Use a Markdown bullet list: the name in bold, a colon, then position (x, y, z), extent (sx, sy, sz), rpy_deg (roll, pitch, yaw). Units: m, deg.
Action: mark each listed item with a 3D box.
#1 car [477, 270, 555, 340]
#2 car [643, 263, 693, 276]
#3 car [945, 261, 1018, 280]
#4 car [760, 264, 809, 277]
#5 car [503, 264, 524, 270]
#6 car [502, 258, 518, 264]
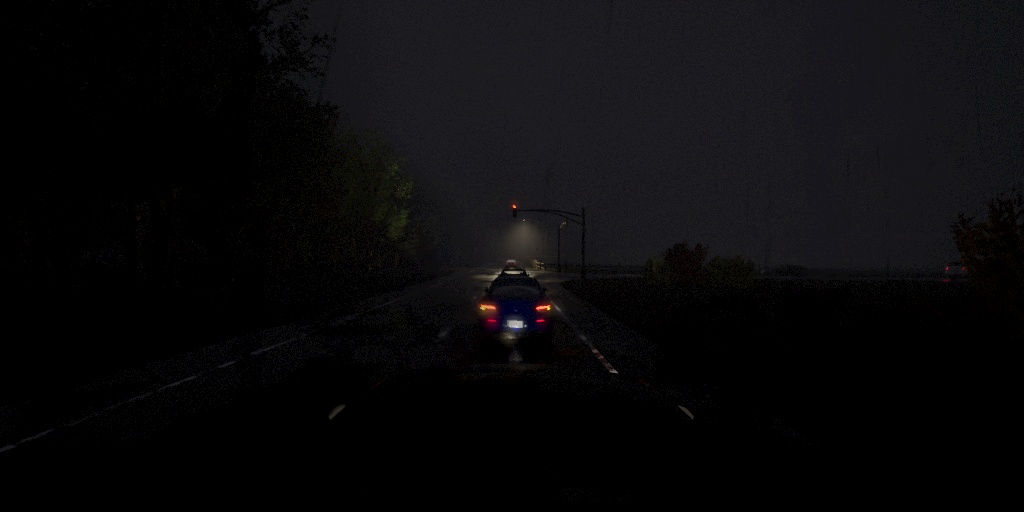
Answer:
- **car**: position (0.097, 1.278, 9.873), extent (1.812, 1.442, 4.674), rpy_deg (0, 0, 0)
- **car**: position (17.855, 1.551, 40.920), extent (5.357, 1.411, 2.033), rpy_deg (1, -1, 1)
- **car**: position (48.533, 1.500, 37.181), extent (5.566, 2.045, 2.150), rpy_deg (1, -1, 0)
- **car**: position (30.967, 1.636, 40.844), extent (4.902, 1.511, 2.128), rpy_deg (0, -1, 0)
- **car**: position (0.091, 1.319, 18.628), extent (1.994, 1.385, 4.181), rpy_deg (0, 0, 0)
- **car**: position (-0.072, 1.304, 58.098), extent (2.033, 1.411, 5.357), rpy_deg (0, 0, 2)
